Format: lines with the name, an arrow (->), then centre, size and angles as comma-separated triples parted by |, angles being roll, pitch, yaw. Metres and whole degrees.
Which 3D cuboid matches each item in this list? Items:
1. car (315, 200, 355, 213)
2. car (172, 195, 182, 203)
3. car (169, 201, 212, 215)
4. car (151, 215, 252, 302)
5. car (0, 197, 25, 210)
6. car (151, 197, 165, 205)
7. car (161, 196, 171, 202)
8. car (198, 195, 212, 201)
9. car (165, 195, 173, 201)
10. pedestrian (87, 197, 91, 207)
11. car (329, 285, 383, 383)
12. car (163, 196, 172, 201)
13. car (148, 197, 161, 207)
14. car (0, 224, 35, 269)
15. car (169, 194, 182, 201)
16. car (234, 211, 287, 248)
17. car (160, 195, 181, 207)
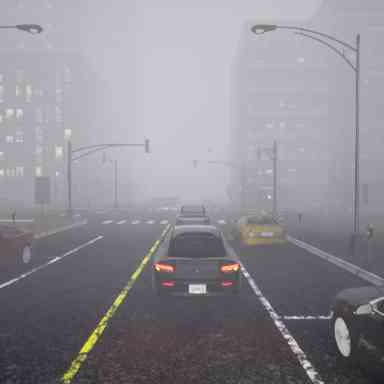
car -> 16.238, 1.623, 37.545 | 4.403, 1.369, 2.008 | 0, 0, 1
car -> -3.143, 1.487, 70.538 | 1.837, 1.490, 4.892 | 0, 0, 0
car -> 0.053, 1.487, 18.177 | 2.128, 1.511, 4.902 | 0, 0, 0
car -> 0.083, 1.523, 8.102 | 1.812, 1.442, 4.674 | 0, 0, 0
car -> -21.738, 1.275, 37.965 | 4.829, 1.417, 1.752 | 0, 0, 1
car -> -5.821, 1.554, 57.976 | 1.947, 1.339, 4.313 | -1, 0, 0
car -> -5.855, 1.531, 74.940 | 1.887, 1.381, 4.507 | -1, 0, 0
car -> 2.559, 1.539, 57.994 | 2.008, 1.369, 4.403 | -1, 0, 0
car -> -5.879, 1.530, 86.249 | 1.887, 1.381, 4.507 | -1, 0, 0
pedestrian -> -12.632, 1.200, 40.830 | 0.375, 1.300, 0.375 | 0, 0, 1
car -> 2.801, 1.550, 3.096 | 2.008, 1.369, 4.403 | -1, 0, 0
car -> -5.866, 1.568, 80.594 | 1.802, 1.307, 4.206 | -1, 0, 0
car -> -5.809, 1.514, 52.152 | 1.752, 1.417, 4.829 | -1, 0, 0
car -> -5.849, 1.542, 8.780 | 1.887, 1.381, 4.507 | -1, 0, 0
car -> -3.195, 1.479, 60.341 | 2.128, 1.511, 4.902 | 0, 0, 0
car -> 2.778, 1.521, 14.554 | 1.752, 1.417, 4.829 | -1, 0, 0
car -> -3.195, 1.537, 50.390 | 2.033, 1.411, 5.357 | 0, 0, 0
